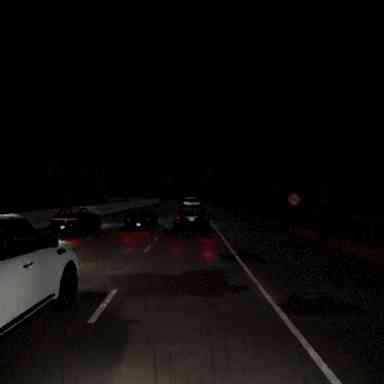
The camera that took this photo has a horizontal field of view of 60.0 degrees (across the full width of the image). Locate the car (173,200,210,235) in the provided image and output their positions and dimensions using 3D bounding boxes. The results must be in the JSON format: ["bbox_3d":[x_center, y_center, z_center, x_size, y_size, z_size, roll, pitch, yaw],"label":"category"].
[{"bbox_3d":[-0.016,1.570,20.478,2.097,1.767,4.553,0,-1,0],"label":"car"}]

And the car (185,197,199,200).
[{"bbox_3d":[-0.042,1.669,41.831,2.150,2.045,5.566,0,0,0],"label":"car"}]

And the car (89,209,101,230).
[{"bbox_3d":[-7.016,1.721,20.455,2.128,1.511,4.902,0,0,0],"label":"car"}]

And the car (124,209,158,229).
[{"bbox_3d":[-3.522,1.862,24.003,1.895,1.301,4.718,0,-1,0],"label":"car"}]

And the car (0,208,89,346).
[{"bbox_3d":[-3.447,1.280,4.778,2.150,2.045,5.566,0,0,0],"label":"car"}]
